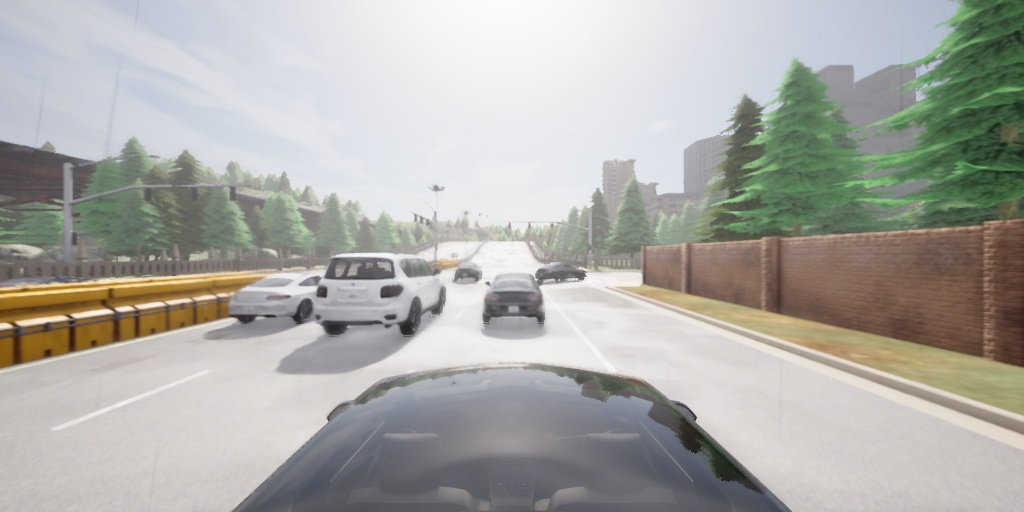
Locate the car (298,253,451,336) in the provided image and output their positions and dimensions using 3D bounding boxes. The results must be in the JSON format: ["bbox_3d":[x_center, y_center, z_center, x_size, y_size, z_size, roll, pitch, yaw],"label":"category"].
[{"bbox_3d":[-3.449,0.954,10.482,2.150,2.045,5.566,0,0,0],"label":"car"}]

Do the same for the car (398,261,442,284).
[{"bbox_3d":[-6.942,1.194,27.589,2.128,1.511,4.902,0,0,0],"label":"car"}]

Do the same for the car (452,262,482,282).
[{"bbox_3d":[-3.438,1.226,28.584,1.812,1.442,4.674,0,0,0],"label":"car"}]

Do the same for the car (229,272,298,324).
[{"bbox_3d":[-6.941,1.257,11.807,1.812,1.442,4.674,0,0,0],"label":"car"}]

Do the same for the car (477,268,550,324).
[{"bbox_3d":[0.060,1.257,11.853,1.812,1.442,4.674,0,0,0],"label":"car"}]

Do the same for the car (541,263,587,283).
[{"bbox_3d":[3.821,1.229,27.560,4.674,1.442,1.812,0,-1,-44],"label":"car"}]

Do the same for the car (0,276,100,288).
[{"bbox_3d":[-14.077,1.296,10.637,1.994,1.385,4.181,0,0,0],"label":"car"}]

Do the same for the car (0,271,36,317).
[{"bbox_3d":[-17.577,1.258,10.207,1.812,1.442,4.674,0,0,0],"label":"car"}]
